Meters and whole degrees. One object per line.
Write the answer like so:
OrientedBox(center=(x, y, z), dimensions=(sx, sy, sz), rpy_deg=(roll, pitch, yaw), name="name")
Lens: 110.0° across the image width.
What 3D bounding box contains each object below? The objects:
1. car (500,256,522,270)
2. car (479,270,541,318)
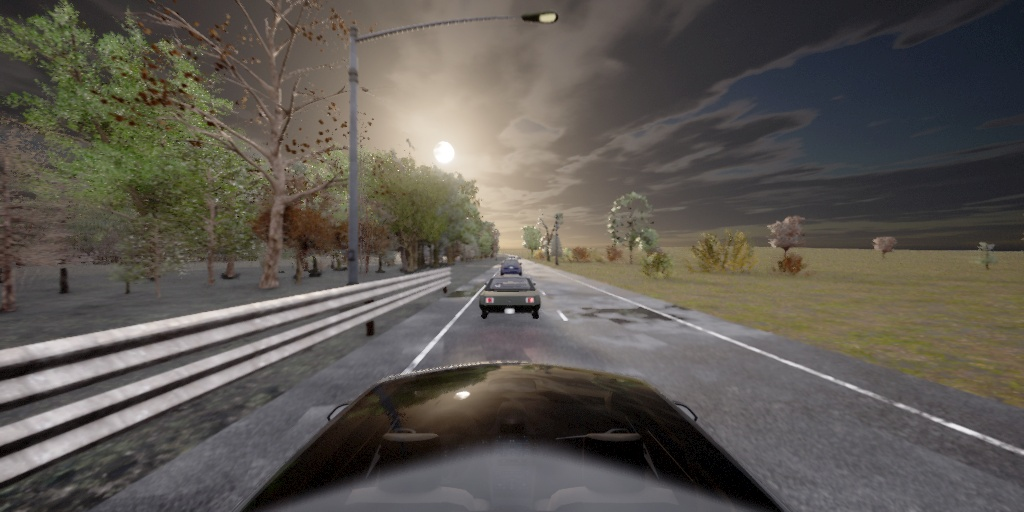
OrientedBox(center=(-0.068, 1.103, 35.834), dimensions=(2.097, 1.767, 4.553), rpy_deg=(0, 0, 0), name="car")
OrientedBox(center=(-0.064, 1.355, 12.942), dimensions=(1.895, 1.301, 4.718), rpy_deg=(0, 0, 0), name="car")
